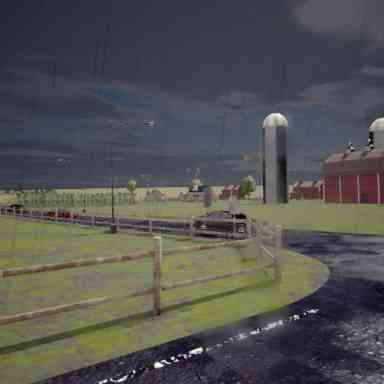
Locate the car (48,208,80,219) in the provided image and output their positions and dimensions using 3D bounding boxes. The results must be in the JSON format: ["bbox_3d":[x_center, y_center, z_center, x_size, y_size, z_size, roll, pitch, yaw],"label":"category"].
[{"bbox_3d":[-14.200,2.401,36.916,1.895,1.301,4.718,-1,0,-42],"label":"car"}]

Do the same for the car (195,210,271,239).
[{"bbox_3d":[2.303,1.861,19.595,4.892,1.490,1.837,-1,0,45],"label":"car"}]

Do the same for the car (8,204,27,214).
[{"bbox_3d":[-27.147,2.667,51.717,1.837,1.490,4.892,-1,0,-40],"label":"car"}]
